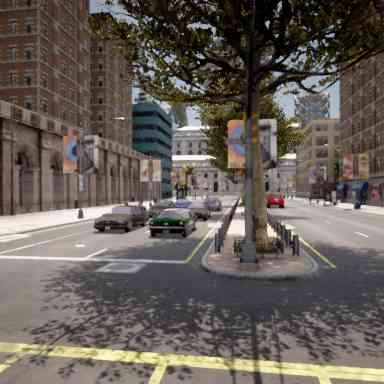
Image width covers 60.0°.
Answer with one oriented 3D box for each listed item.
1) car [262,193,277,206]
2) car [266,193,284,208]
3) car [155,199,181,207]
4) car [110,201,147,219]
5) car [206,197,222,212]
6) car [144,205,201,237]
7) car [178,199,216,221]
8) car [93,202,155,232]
[{"bbox_3d":[13.276,1.218,57.298,2.150,2.045,5.566,0,0,9],"label":"car"},{"bbox_3d":[11.700,1.219,46.998,2.150,2.045,5.566,0,0,9],"label":"car"},{"bbox_3d":[-2.580,1.504,30.366,1.837,1.490,4.892,0,0,9],"label":"car"},{"bbox_3d":[-5.726,1.594,30.635,1.895,1.301,4.718,0,0,9],"label":"car"},{"bbox_3d":[2.377,1.350,39.538,2.097,1.767,4.553,0,0,9],"label":"car"},{"bbox_3d":[-0.908,1.600,18.154,1.895,1.301,4.718,0,0,9],"label":"car"},{"bbox_3d":[0.551,1.546,27.695,2.033,1.411,5.357,0,0,9],"label":"car"},{"bbox_3d":[-4.105,1.547,20.404,2.033,1.411,5.357,0,0,9],"label":"car"}]
